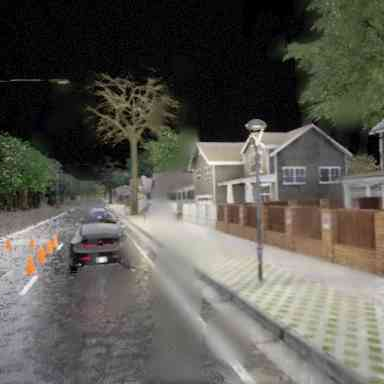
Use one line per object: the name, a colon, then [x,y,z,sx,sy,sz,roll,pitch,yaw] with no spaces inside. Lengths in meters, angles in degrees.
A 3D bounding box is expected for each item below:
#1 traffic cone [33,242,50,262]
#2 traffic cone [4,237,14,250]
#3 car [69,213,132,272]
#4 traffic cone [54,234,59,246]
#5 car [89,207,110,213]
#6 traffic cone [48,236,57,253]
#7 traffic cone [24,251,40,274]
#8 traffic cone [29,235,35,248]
traffic cone: [-5.549,2.253,12.249,0.340,0.580,0.340,-1,-1,-16]
traffic cone: [-8.557,2.377,15.556,0.340,0.580,0.340,-1,-1,-16]
car: [-3.248,1.731,11.836,1.837,1.490,4.892,-1,-1,-16]
traffic cone: [-6.633,2.328,16.099,0.340,0.580,0.340,-1,-1,-16]
car: [-9.003,2.152,32.281,1.812,1.442,4.674,-1,-1,-16]
traffic cone: [-6.090,2.290,14.174,0.340,0.580,0.340,-1,-1,-16]
traffic cone: [-5.007,2.216,10.324,0.340,0.580,0.340,-1,-1,-16]
traffic cone: [-7.595,2.353,15.827,0.340,0.580,0.340,-1,-1,-16]
